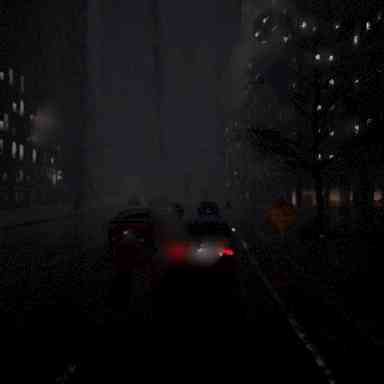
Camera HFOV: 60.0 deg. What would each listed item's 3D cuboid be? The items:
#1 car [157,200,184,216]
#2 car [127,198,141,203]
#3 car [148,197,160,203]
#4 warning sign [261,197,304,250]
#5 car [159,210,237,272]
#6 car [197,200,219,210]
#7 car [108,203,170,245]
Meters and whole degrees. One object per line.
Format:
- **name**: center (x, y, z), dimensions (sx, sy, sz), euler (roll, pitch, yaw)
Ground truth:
- **car**: center (-1.801, 1.593, 30.409), dimensions (1.994, 1.385, 4.181), euler (0, 0, 1)
- **car**: center (-9.172, 1.595, 53.124), dimensions (1.994, 1.385, 4.181), euler (0, 0, -4)
- **car**: center (-5.786, 1.530, 51.347), dimensions (2.128, 1.511, 4.902), euler (0, 0, -4)
- **warning sign**: center (3.313, 1.123, 12.259), dimensions (1.300, 1.860, 1.060), euler (-1, -1, 4)
- **car**: center (0.457, 1.555, 10.836), dimensions (2.033, 1.411, 5.357), euler (0, 0, 4)
- **car**: center (1.461, 1.510, 31.093), dimensions (1.882, 1.535, 5.008), euler (0, 0, 1)
- **car**: center (-2.441, 1.489, 15.749), dimensions (1.882, 1.535, 5.008), euler (0, 0, 4)
